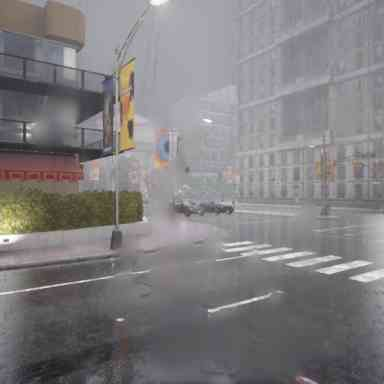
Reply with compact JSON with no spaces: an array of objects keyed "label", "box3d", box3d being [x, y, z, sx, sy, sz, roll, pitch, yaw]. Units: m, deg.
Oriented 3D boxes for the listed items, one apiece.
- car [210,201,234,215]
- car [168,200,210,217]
[{"label":"car","box3d":[2.204,1.601,34.094,1.895,1.301,4.718,0,0,-35]},{"label":"car","box3d":[-0.647,1.526,32.065,1.812,1.442,4.674,0,0,-35]}]
